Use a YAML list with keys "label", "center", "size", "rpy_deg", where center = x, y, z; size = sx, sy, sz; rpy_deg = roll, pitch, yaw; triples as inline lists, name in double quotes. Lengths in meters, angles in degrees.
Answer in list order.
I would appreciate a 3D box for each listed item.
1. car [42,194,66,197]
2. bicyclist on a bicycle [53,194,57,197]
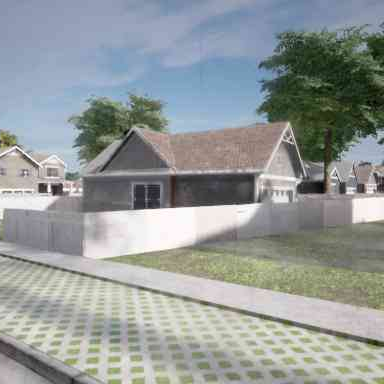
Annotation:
- label: "car"
  center: [-14.010, 1.030, 35.253]
  size: [2.097, 1.767, 4.553]
  rpy_deg: [1, 1, 34]
- label: "bicyclist on a bicycle"
  center: [-13.011, 1.030, 31.524]
  size: [1.656, 1.620, 0.582]
  rpy_deg: [0, 1, 34]
